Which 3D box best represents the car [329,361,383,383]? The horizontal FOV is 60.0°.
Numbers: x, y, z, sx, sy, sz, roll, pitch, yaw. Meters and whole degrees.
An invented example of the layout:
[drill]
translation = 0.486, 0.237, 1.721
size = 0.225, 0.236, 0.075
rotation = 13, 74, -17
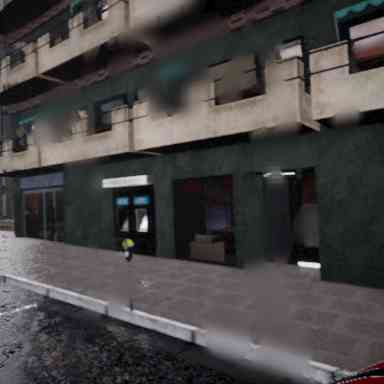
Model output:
[car]
translation = 2.313, 1.411, 1.110
size = 4.097, 1.590, 1.967
rotation = -1, -2, 37
